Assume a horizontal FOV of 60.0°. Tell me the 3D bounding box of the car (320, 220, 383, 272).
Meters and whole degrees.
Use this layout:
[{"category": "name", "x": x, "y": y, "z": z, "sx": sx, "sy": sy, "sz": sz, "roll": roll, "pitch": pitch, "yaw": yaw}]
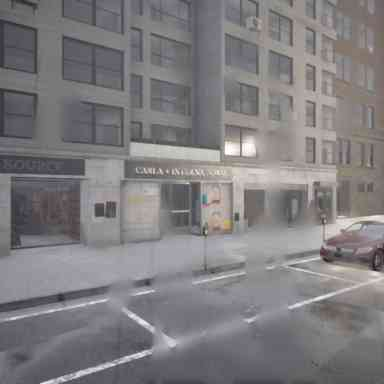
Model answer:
[{"category": "car", "x": 5.907, "y": 1.582, "z": 10.778, "sx": 4.206, "sy": 1.307, "sz": 1.802, "roll": 0, "pitch": 0, "yaw": -36}]
